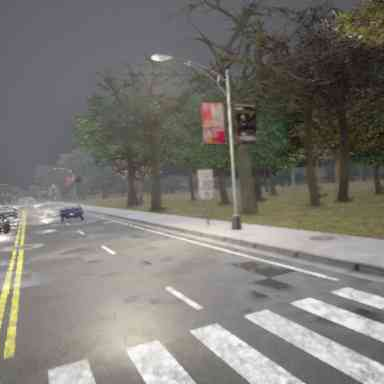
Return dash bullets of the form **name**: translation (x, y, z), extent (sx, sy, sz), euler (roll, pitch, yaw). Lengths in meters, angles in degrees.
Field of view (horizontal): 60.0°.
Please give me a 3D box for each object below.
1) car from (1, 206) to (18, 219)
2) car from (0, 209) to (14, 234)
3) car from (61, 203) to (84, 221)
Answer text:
- **car**: translation (-21.690, 2.438, 39.272), extent (1.812, 1.442, 4.674), euler (-4, 1, -26)
- **car**: translation (-13.529, 2.172, 22.577), extent (1.994, 1.385, 4.181), euler (-4, 1, -26)
- **car**: translation (-11.261, 1.811, 31.406), extent (1.882, 1.535, 5.008), euler (-6, 1, -17)
